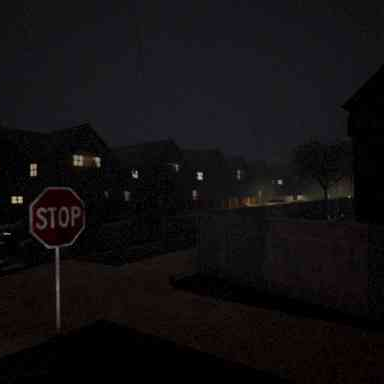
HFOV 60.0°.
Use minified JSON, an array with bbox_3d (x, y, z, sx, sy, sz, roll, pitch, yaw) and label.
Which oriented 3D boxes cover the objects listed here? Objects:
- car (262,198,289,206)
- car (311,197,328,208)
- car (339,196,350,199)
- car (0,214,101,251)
[{"bbox_3d":[8.978,1.421,35.539,1.812,1.442,4.674,-2,-1,36],"label":"car"},{"bbox_3d":[15.124,1.290,38.960,1.812,1.442,4.674,-2,-1,36],"label":"car"},{"bbox_3d":[22.758,1.265,49.372,1.994,1.385,4.181,-2,-1,36],"label":"car"},{"bbox_3d":[-6.328,1.588,14.683,2.128,1.511,4.902,-2,-1,36],"label":"car"}]
